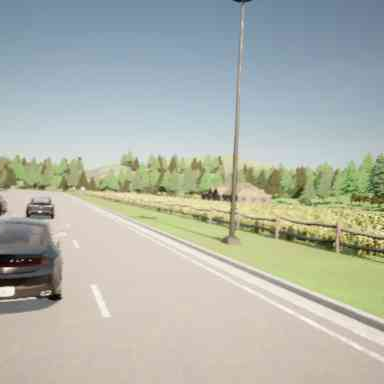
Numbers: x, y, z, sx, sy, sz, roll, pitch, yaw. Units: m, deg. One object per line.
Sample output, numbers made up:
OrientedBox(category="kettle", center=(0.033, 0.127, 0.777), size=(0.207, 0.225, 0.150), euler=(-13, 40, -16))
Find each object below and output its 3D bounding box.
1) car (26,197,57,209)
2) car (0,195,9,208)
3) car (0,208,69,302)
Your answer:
OrientedBox(category="car", center=(-11.124, 1.108, 24.588), size=(2.128, 1.511, 4.902), euler=(3, 0, -23))
OrientedBox(category="car", center=(-15.242, 0.909, 25.359), size=(2.128, 1.511, 4.902), euler=(3, 0, -23))
OrientedBox(category="car", center=(-4.010, 1.358, 7.697), size=(1.837, 1.490, 4.892), euler=(3, 0, -23))
